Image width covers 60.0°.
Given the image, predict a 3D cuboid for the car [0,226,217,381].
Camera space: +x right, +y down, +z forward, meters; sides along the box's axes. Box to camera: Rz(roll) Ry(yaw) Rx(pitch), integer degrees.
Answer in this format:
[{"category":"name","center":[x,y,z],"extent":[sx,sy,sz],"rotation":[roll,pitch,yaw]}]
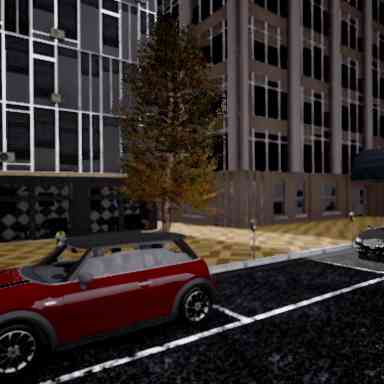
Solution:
[{"category":"car","center":[-1.643,1.439,5.401],"extent":[4.097,1.590,1.967],"rotation":[0,-1,-36]}]

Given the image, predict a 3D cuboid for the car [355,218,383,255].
[{"category":"car","center":[7.607,1.545,12.007],"extent":[4.403,1.369,2.008],"rotation":[0,-1,-36]}]
